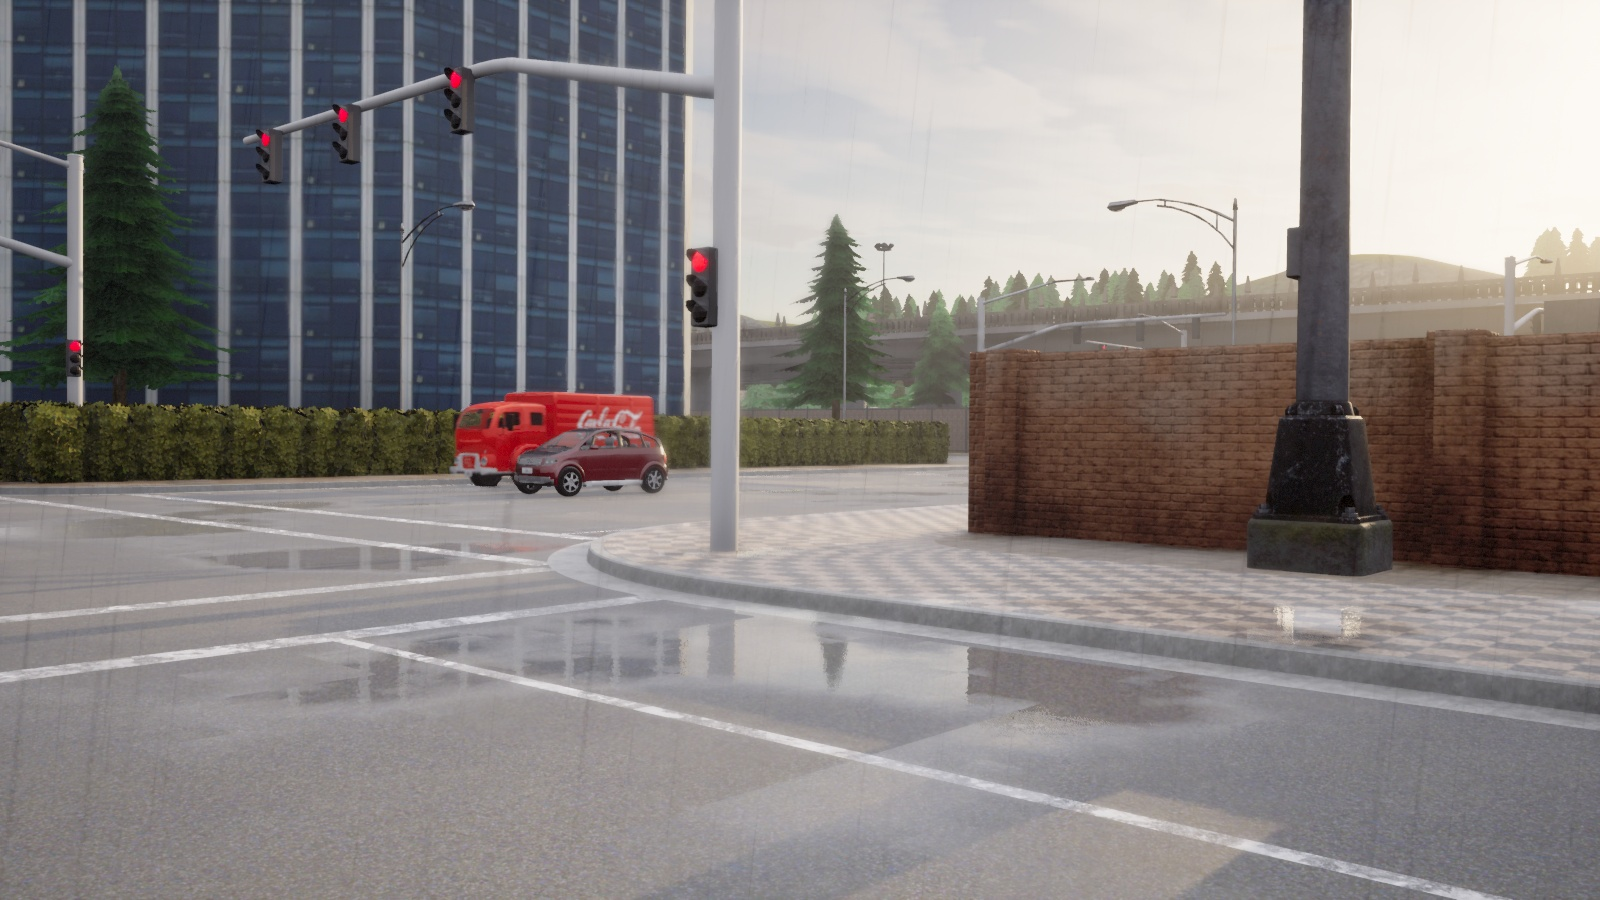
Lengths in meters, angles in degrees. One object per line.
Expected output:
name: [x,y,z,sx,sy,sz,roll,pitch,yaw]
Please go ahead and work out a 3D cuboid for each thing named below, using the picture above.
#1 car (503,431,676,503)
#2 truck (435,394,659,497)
car: [-4.882,0.352,29.483,1.789,1.549,3.705,0,1,41]
truck: [-6.538,-0.146,32.907,2.627,2.467,5.204,0,1,41]
